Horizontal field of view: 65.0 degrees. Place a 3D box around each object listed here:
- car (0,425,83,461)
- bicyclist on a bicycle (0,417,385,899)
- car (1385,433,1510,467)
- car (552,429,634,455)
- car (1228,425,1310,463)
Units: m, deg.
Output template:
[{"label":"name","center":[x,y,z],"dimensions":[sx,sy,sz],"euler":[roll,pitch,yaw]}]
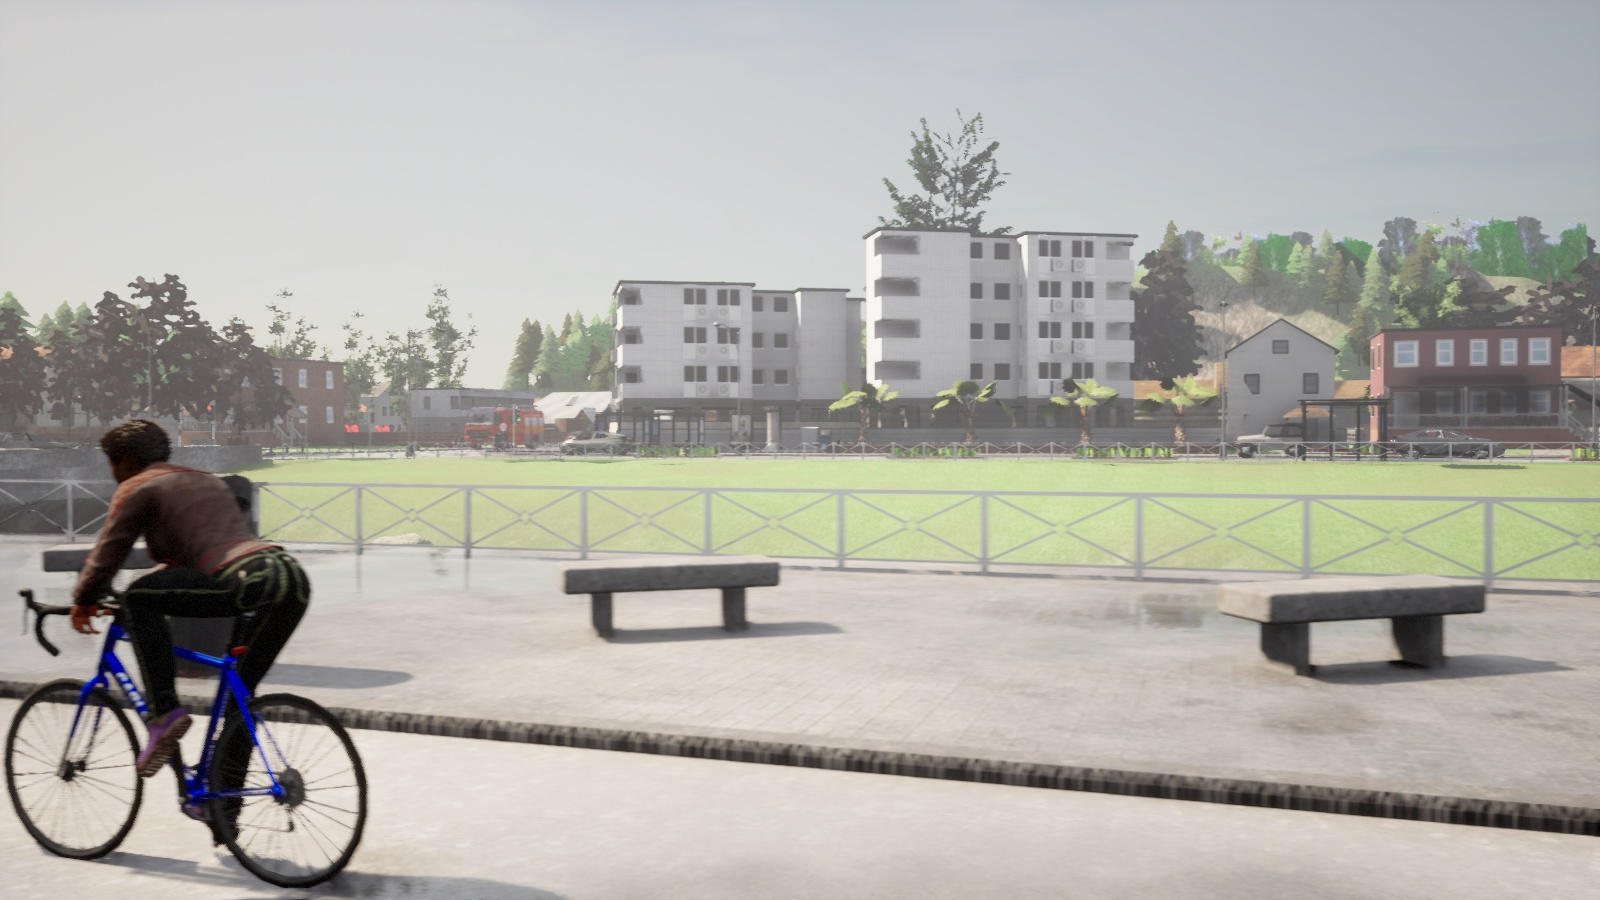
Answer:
[{"label":"car","center":[-37.041,-0.340,59.777],"dimensions":[2.033,1.649,4.856],"euler":[1,1,20]},{"label":"bicyclist on a bicycle","center":[-2.378,0.698,4.518],"dimensions":[1.656,1.620,0.582],"euler":[0,1,19]},{"label":"car","center":[30.172,-0.043,58.668],"dimensions":[4.902,1.511,2.128],"euler":[1,1,19]},{"label":"car","center":[-12.745,-0.513,77.337],"dimensions":[4.514,1.525,2.007],"euler":[1,1,19]},{"label":"car","center":[24.194,-0.326,64.899],"dimensions":[3.866,1.878,1.905],"euler":[1,1,19]}]
